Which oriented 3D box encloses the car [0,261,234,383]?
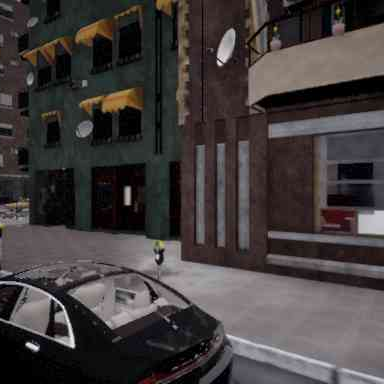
[{"bbox_3d":[-1.639,1.551,4.043,4.403,1.369,2.008,0,0,36],"label":"car"}]

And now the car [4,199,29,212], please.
[{"bbox_3d":[-17.123,1.256,34.904,1.752,1.417,4.829,1,1,35],"label":"car"}]
